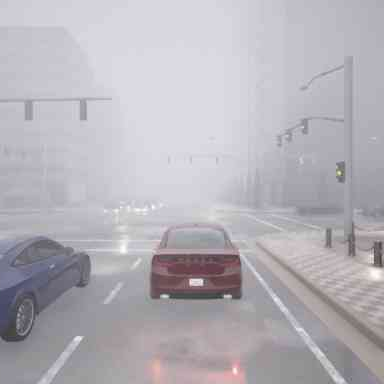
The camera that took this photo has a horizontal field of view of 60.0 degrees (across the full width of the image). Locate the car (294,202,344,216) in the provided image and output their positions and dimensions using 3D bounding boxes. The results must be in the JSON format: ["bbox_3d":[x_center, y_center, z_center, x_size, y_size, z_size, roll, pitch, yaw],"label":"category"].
[{"bbox_3d":[12.036,1.545,30.908,4.718,1.301,1.895,0,0,1],"label":"car"}]

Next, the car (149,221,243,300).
[{"bbox_3d":[0.094,1.478,8.481,1.882,1.535,5.008,0,0,0],"label":"car"}]

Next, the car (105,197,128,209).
[{"bbox_3d":[-10.520,1.505,45.539,1.837,1.490,4.892,0,0,0],"label":"car"}]

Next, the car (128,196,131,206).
[{"bbox_3d":[-10.494,1.491,54.767,2.128,1.511,4.902,0,0,0],"label":"car"}]

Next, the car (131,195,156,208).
[{"bbox_3d":[-7.013,1.491,48.626,2.128,1.511,4.902,0,0,0],"label":"car"}]

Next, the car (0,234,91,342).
[{"bbox_3d":[-3.419,1.526,6.352,1.812,1.442,4.674,0,0,0],"label":"car"}]

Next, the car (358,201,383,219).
[{"bbox_3d":[16.327,1.436,27.364,4.902,1.511,2.128,0,0,0],"label":"car"}]

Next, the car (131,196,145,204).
[{"bbox_3d":[-10.425,1.564,64.765,1.994,1.385,4.181,0,0,1],"label":"car"}]

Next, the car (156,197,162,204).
[{"bbox_3d":[-6.979,1.491,57.933,2.128,1.511,4.902,0,0,0],"label":"car"}]

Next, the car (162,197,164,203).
[{"bbox_3d":[-6.889,1.601,68.224,1.895,1.301,4.718,0,0,0],"label":"car"}]

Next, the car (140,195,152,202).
[{"bbox_3d":[-10.371,1.478,75.152,1.882,1.535,5.008,0,0,0],"label":"car"}]
